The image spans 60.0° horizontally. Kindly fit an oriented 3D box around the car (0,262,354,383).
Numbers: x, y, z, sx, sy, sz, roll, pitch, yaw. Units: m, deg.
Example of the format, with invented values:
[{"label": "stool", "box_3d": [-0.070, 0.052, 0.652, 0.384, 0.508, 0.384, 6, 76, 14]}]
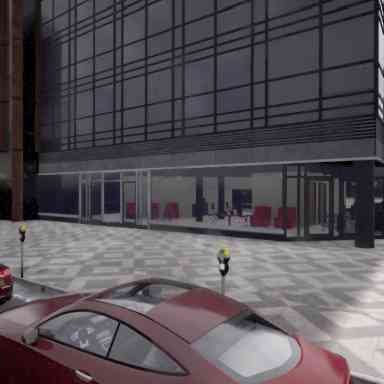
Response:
[{"label": "car", "box_3d": [-0.593, 1.582, 3.377, 4.206, 1.307, 1.802, 0, 0, 35]}]
